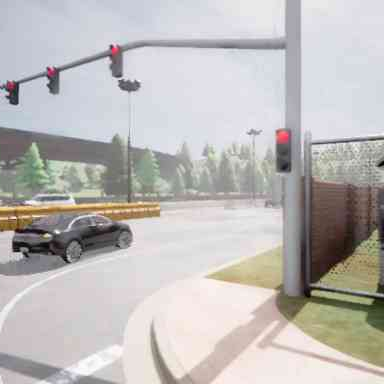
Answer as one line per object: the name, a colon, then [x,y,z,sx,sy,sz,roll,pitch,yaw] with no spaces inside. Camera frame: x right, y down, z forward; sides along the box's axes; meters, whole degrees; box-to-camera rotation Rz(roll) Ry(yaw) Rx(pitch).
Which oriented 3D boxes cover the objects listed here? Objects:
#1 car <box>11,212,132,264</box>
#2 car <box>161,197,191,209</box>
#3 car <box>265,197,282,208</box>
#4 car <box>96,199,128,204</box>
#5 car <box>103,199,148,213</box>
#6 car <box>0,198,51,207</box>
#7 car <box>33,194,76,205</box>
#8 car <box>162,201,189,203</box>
car: [-4.007,1.485,12.010,2.128,1.511,4.902,0,0,22]
car: [-2.172,1.529,47.054,1.812,1.442,4.674,0,0,34]
car: [12.449,1.539,49.820,1.837,1.490,4.892,0,0,34]
car: [-8.047,1.480,31.872,2.128,1.511,4.902,0,0,34]
car: [-7.631,1.537,38.836,2.033,1.411,5.357,0,0,33]
car: [-13.207,1.468,24.025,2.128,1.511,4.902,0,0,33]
car: [-13.289,1.199,30.297,2.150,2.045,5.566,0,0,34]
car: [-2.501,1.565,40.232,1.994,1.385,4.181,0,0,34]
